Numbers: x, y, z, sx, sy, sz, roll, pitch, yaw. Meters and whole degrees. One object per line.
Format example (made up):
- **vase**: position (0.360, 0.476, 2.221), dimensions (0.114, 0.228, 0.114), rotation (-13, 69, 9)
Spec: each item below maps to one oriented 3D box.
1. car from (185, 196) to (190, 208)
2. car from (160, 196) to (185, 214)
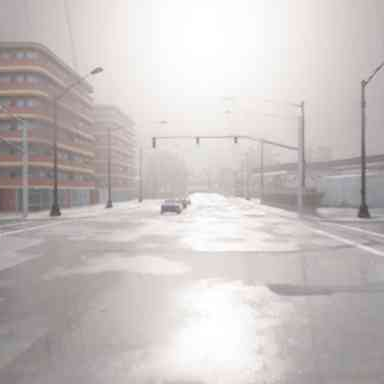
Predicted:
- **car**: position (-1.621, 1.485, 44.187), dimensions (1.895, 1.301, 4.718), rotation (0, 0, 3)
- **car**: position (-2.054, 1.393, 34.143), dimensions (1.882, 1.535, 5.008), rotation (0, 0, 3)
